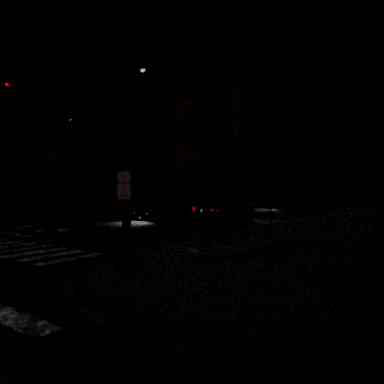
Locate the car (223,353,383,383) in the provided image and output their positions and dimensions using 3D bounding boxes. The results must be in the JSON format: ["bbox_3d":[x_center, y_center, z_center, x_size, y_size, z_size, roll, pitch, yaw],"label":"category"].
[{"bbox_3d":[1.978,1.551,1.432,4.403,1.369,2.008,0,0,36],"label":"car"}]

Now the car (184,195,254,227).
[{"bbox_3d":[2.193,1.251,22.535,2.150,2.045,5.566,0,0,36],"label":"car"}]

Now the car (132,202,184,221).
[{"bbox_3d":[-2.447,1.565,27.491,2.033,1.411,5.357,0,0,35],"label":"car"}]

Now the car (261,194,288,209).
[{"bbox_3d":[11.900,1.294,47.634,2.150,2.045,5.566,0,0,36],"label":"car"}]
